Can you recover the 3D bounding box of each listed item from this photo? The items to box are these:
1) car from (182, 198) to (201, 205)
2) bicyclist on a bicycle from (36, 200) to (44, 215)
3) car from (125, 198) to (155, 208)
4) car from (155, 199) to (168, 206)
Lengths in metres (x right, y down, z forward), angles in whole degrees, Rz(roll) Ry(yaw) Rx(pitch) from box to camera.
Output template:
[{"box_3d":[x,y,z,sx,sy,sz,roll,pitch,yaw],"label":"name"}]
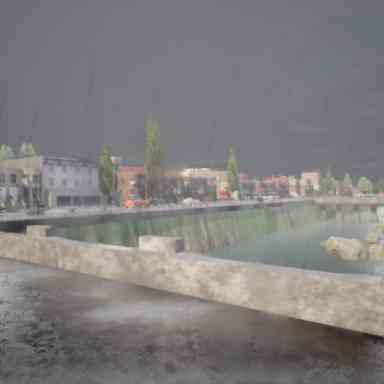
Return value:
[{"box_3d":[-0.139,1.888,66.370,1.812,1.442,4.674,-1,0,35],"label":"car"},{"box_3d":[-16.479,1.670,36.020,1.656,1.620,0.582,-1,-1,35],"label":"bicyclist on a bicycle"},{"box_3d":[-8.716,1.712,54.325,2.097,1.767,4.553,-1,-1,36],"label":"car"},{"box_3d":[-6.563,1.965,64.254,1.994,1.385,4.181,-1,0,36],"label":"car"}]
